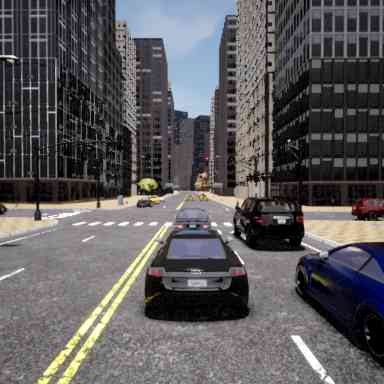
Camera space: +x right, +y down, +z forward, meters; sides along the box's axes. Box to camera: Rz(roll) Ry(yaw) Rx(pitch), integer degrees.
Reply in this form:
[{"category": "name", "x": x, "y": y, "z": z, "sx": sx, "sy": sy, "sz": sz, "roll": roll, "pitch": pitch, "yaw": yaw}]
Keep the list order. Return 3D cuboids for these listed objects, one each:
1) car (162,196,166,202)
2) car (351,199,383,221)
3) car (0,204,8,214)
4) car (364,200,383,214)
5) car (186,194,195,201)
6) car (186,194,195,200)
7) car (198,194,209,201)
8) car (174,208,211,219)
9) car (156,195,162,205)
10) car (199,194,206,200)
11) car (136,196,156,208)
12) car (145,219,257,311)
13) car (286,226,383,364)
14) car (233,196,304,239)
[{"category": "car", "x": -6.825, "y": 1.462, "z": 71.268, "sx": 1.812, "sy": 1.442, "sz": 4.674, "roll": 0, "pitch": 0, "yaw": 0}, {"category": "car", "x": 16.075, "y": 1.520, "z": 27.960, "sx": 5.009, "sy": 1.841, "sz": 2.192, "roll": 1, "pitch": 0, "yaw": 1}, {"category": "car", "x": -19.506, "y": 1.408, "z": 30.971, "sx": 4.181, "sy": 1.385, "sz": 1.994, "roll": 1, "pitch": 1, "yaw": 1}, {"category": "car", "x": 21.646, "y": 1.643, "z": 36.272, "sx": 4.829, "sy": 1.417, "sz": 1.752, "roll": 1, "pitch": 0, "yaw": 1}, {"category": "car", "x": -0.357, "y": 1.396, "z": 78.676, "sx": 1.882, "sy": 1.535, "sz": 5.008, "roll": 0, "pitch": 0, "yaw": 0}, {"category": "car", "x": -0.405, "y": 1.268, "z": 89.093, "sx": 2.128, "sy": 1.511, "sz": 4.902, "roll": 0, "pitch": 0, "yaw": 0}, {"category": "car", "x": 2.893, "y": 1.396, "z": 78.690, "sx": 1.882, "sy": 1.535, "sz": 5.008, "roll": 0, "pitch": 0, "yaw": 0}, {"category": "car", "x": 0.023, "y": 1.538, "z": 17.043, "sx": 2.033, "sy": 1.411, "sz": 5.357, "roll": 0, "pitch": 0, "yaw": 0}, {"category": "car", "x": -6.842, "y": 1.432, "z": 58.376, "sx": 1.882, "sy": 1.535, "sz": 5.008, "roll": 0, "pitch": 0, "yaw": 0}, {"category": "car", "x": 2.845, "y": 1.243, "z": 89.107, "sx": 1.837, "sy": 1.490, "sz": 4.892, "roll": 0, "pitch": 0, "yaw": 0}, {"category": "car", "x": -6.810, "y": 1.530, "z": 48.218, "sx": 1.994, "sy": 1.385, "sz": 4.181, "roll": 0, "pitch": 0, "yaw": 0}, {"category": "car", "x": 0.067, "y": 1.560, "z": 7.821, "sx": 1.994, "sy": 1.385, "sz": 4.181, "roll": 0, "pitch": 0, "yaw": -1}, {"category": "car", "x": 3.334, "y": 1.561, "z": 5.852, "sx": 1.994, "sy": 1.385, "sz": 4.181, "roll": 0, "pitch": 0, "yaw": -1}, {"category": "car", "x": 3.306, "y": 1.213, "z": 15.272, "sx": 2.150, "sy": 2.045, "sz": 5.566, "roll": 0, "pitch": 0, "yaw": -2}]
